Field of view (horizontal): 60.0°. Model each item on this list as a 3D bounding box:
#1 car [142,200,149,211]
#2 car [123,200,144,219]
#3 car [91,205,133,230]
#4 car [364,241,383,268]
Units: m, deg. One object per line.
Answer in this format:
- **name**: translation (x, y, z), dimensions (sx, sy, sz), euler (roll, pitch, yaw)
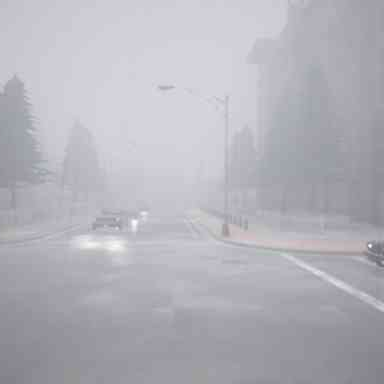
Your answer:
- **car**: translation (-7.176, 1.969, 48.081), dimensions (2.128, 1.511, 4.902), euler (1, -1, -4)
- **car**: translation (-6.149, 1.807, 32.803), dimensions (1.812, 1.442, 4.674), euler (1, -1, -4)
- **car**: translation (-5.402, 1.777, 22.452), dimensions (1.895, 1.301, 4.718), euler (1, -1, -4)
- **car**: translation (7.831, 1.809, 10.104), dimensions (4.718, 1.301, 1.895), euler (1, -1, -9)
